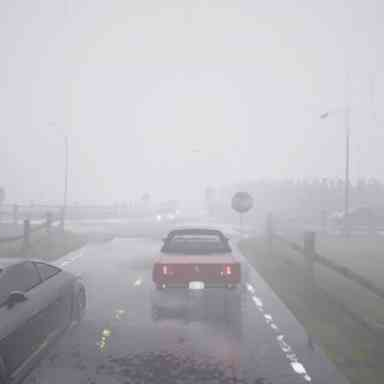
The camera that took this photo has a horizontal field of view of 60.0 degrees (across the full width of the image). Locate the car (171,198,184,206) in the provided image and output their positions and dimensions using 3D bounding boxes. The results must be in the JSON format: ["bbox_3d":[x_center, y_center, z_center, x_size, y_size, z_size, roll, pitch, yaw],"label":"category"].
[{"bbox_3d":[-2.791,1.915,64.325,2.128,1.511,4.902,0,0,1],"label":"car"}]

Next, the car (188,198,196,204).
[{"bbox_3d":[0.003,2.134,79.867,1.895,1.301,4.718,0,0,0],"label":"car"}]

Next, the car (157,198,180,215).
[{"bbox_3d":[-2.843,1.788,38.110,2.033,1.411,5.357,0,0,0],"label":"car"}]

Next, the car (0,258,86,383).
[{"bbox_3d":[-2.847,1.590,4.181,1.994,1.385,4.181,0,0,0],"label":"car"}]

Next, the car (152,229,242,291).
[{"bbox_3d":[0.103,1.657,9.111,1.895,1.301,4.718,0,0,0],"label":"car"}]

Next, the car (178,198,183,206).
[{"bbox_3d":[-2.842,1.803,50.372,1.882,1.535,5.008,0,0,0],"label":"car"}]

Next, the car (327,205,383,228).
[{"bbox_3d":[12.723,1.846,25.222,4.553,1.767,2.097,1,-1,-1],"label":"car"}]
